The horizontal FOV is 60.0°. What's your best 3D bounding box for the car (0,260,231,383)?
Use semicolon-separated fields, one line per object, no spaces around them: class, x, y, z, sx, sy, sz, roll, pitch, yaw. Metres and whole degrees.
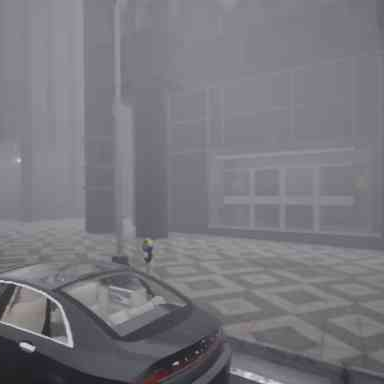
car;-1.691;1.512;3.957;4.403;1.369;2.008;0;0;33
